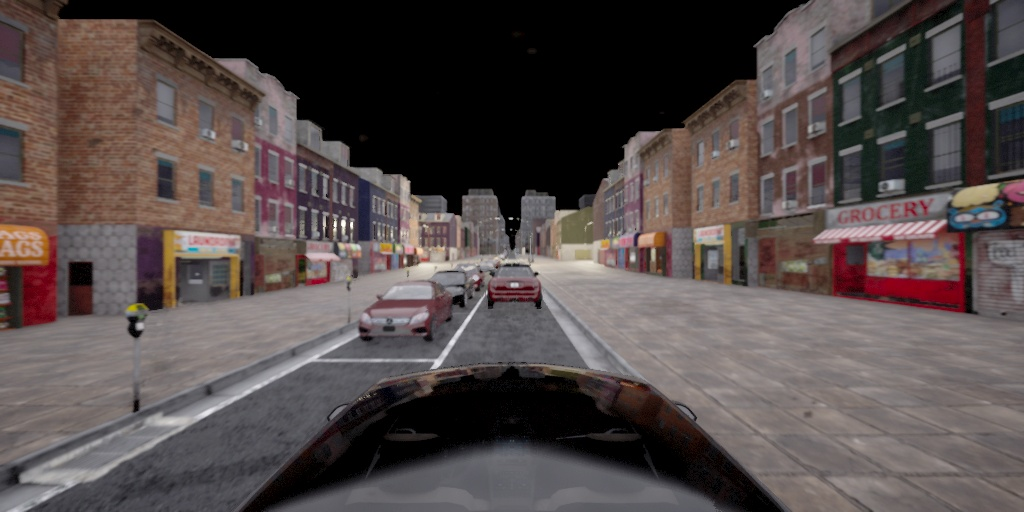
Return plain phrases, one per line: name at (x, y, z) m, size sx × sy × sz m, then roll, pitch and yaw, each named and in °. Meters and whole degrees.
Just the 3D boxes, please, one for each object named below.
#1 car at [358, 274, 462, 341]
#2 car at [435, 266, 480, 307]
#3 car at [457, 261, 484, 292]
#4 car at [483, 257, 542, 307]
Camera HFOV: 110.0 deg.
car at (-2.638, 1.326, 9.780) m, size 1.802 × 1.307 × 4.207 m, roll 0°, pitch 0°, yaw 0°
car at (-2.639, 1.299, 15.313) m, size 1.948 × 1.339 × 4.313 m, roll 0°, pitch 0°, yaw 0°
car at (-2.640, 1.163, 20.847) m, size 1.967 × 1.591 × 4.097 m, roll 0°, pitch 0°, yaw 0°
car at (0.097, 1.086, 15.383) m, size 2.097 × 1.767 × 4.553 m, roll 0°, pitch 0°, yaw 0°
